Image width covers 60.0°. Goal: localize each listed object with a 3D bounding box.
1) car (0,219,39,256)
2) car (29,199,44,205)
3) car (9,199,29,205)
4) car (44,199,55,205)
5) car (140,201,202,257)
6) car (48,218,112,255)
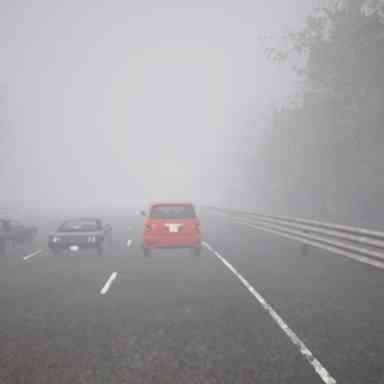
[{"bbox_3d":[-7.994,1.757,13.770,1.895,1.301,4.718,0,-1,-8],"label":"car"},{"bbox_3d":[-37.962,2.345,79.320,4.892,1.490,1.837,-1,-1,41],"label":"car"},{"bbox_3d":[-40.363,2.365,76.774,5.357,1.411,2.033,-1,-1,41],"label":"car"},{"bbox_3d":[-35.560,2.390,81.866,4.674,1.442,1.812,-1,-1,41],"label":"car"},{"bbox_3d":[-0.955,1.375,13.944,2.150,2.045,5.566,0,0,-7],"label":"car"},{"bbox_3d":[-4.520,1.757,14.189,1.895,1.301,4.718,0,-1,-7],"label":"car"}]
